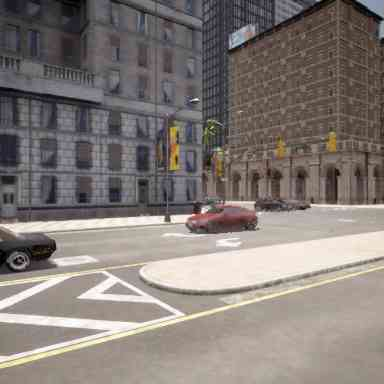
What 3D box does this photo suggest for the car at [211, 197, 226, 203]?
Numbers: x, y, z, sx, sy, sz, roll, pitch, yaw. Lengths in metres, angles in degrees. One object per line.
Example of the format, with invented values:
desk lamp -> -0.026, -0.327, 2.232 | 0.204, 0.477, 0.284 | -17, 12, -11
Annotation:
car -> 3.353, 1.492, 52.555 | 2.128, 1.511, 4.902 | 0, 0, -35

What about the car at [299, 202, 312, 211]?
car -> 11.871, 1.547, 40.896 | 2.033, 1.411, 5.357 | 0, 0, -40

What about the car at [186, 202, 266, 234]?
car -> 1.837, 1.526, 19.207 | 4.674, 1.442, 1.812 | 0, 0, -35

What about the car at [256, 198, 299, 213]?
car -> 9.301, 1.506, 37.974 | 1.837, 1.490, 4.892 | 0, 0, -35

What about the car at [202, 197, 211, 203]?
car -> 0.331, 1.525, 50.775 | 1.812, 1.442, 4.674 | 0, 0, -35

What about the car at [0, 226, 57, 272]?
car -> -6.442, 1.601, 9.248 | 4.718, 1.301, 1.895 | 0, 0, -35
